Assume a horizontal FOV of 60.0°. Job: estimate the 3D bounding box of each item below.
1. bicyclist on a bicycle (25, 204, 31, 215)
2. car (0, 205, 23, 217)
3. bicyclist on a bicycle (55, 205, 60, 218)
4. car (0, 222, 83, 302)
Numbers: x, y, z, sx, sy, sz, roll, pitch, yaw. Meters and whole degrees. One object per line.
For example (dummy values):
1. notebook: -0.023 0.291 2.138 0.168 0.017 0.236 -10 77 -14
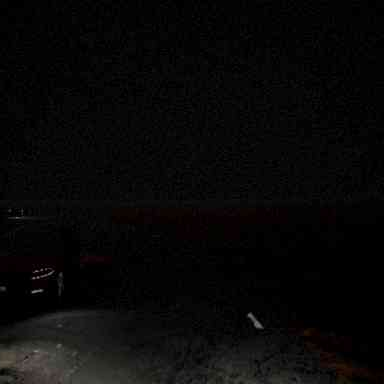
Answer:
1. bicyclist on a bicycle: -25.086 2.781 50.748 1.843 1.776 0.659 -2 -3 38
2. car: -25.020 2.534 45.578 4.553 1.767 2.097 -2 -3 39
3. bicyclist on a bicycle: -17.890 2.625 44.366 0.582 1.620 1.656 3 -3 -44
4. car: -4.117 1.622 8.799 1.882 1.535 5.008 0 -1 -11
